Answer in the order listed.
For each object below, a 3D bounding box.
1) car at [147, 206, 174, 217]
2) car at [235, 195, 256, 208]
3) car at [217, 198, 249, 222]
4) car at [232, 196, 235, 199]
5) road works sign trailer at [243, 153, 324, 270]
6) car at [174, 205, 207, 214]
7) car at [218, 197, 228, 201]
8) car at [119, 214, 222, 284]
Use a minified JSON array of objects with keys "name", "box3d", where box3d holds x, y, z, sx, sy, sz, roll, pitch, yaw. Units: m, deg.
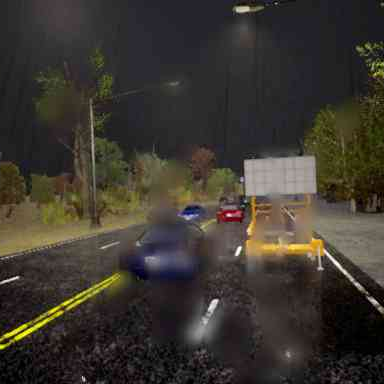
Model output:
[{"name":"car","box3d":[-2.546,2.004,31.269,2.033,1.411,5.357,-3,0,13]},{"name":"car","box3d":[7.624,1.330,45.728,2.150,2.045,5.566,-3,0,13]},{"name":"car","box3d":[3.106,1.560,25.828,1.994,1.385,4.181,-3,2,13]},{"name":"car","box3d":[9.299,1.521,67.656,2.097,1.767,4.553,-3,0,14]},{"name":"road works sign trailer","box3d":[3.025,0.533,11.339,2.380,3.560,2.880,-3,0,13]},{"name":"car","box3d":[0.161,1.845,28.528,1.812,1.442,4.674,-3,0,13]},{"name":"car","box3d":[6.712,1.797,70.763,1.837,1.490,4.892,-3,0,13]},{"name":"car","box3d":[-0.478,1.558,9.680,1.994,1.385,4.181,0,0,12]}]
